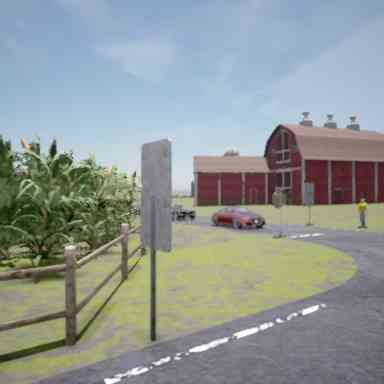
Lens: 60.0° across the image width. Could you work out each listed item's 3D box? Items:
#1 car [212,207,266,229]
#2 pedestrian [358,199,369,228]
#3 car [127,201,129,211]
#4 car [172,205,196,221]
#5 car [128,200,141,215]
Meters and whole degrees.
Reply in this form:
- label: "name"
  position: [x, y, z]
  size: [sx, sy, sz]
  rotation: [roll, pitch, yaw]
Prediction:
- label: "car"
  position: [3.083, 1.694, 22.626]
  size: [1.994, 1.385, 4.181]
  rotation: [0, -1, -29]
- label: "pedestrian"
  position: [10.835, 1.334, 21.069]
  size: [0.375, 1.860, 0.375]
  rotation: [-1, 1, -32]
- label: "car"
  position: [-9.799, 1.923, 48.810]
  size: [2.097, 1.767, 4.553]
  rotation: [0, -1, -22]
- label: "car"
  position: [-1.392, 1.876, 30.640]
  size: [1.895, 1.301, 4.718]
  rotation: [0, -1, -27]
- label: "car"
  position: [-5.711, 1.987, 39.396]
  size: [1.994, 1.385, 4.181]
  rotation: [0, -1, -25]
